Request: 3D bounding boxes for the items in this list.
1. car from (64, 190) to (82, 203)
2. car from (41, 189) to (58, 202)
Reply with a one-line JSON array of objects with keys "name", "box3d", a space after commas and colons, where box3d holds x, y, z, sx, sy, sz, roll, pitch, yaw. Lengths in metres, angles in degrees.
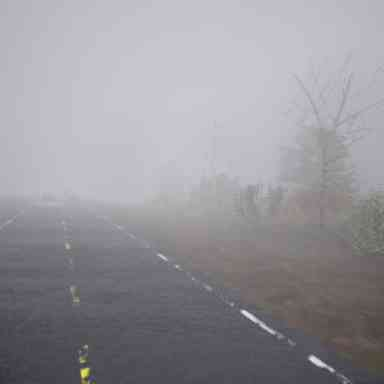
[{"name": "car", "box3d": [-16.545, 0.795, 46.484, 1.812, 1.442, 4.674, 3, 0, -22]}, {"name": "car", "box3d": [-20.138, 0.690, 46.964, 1.895, 1.301, 4.718, 3, 0, -21]}]
